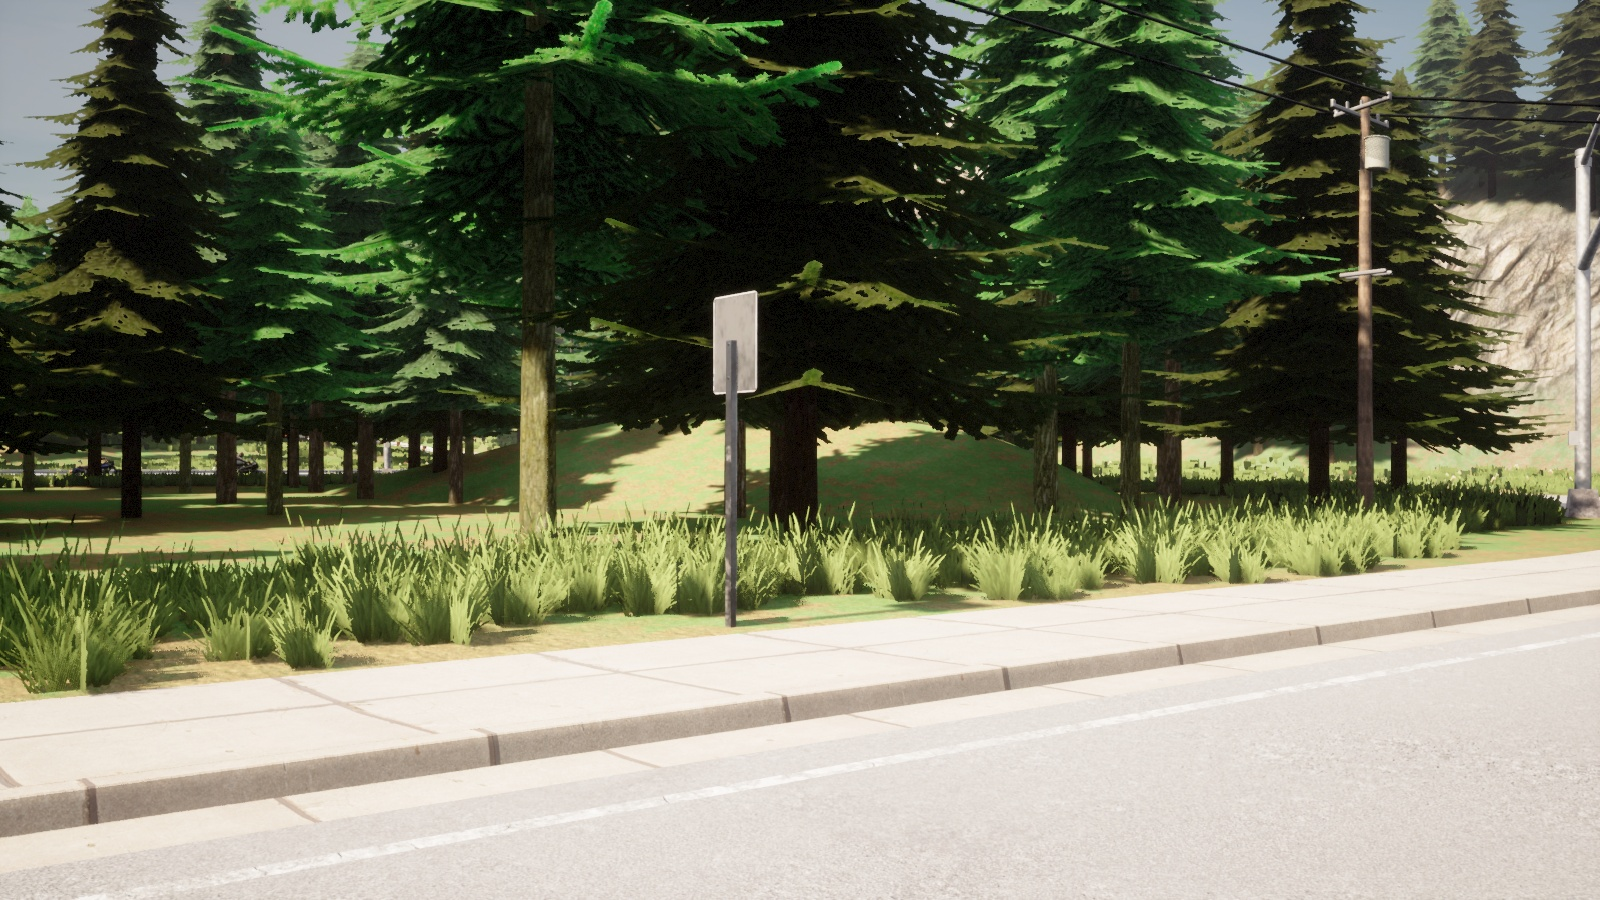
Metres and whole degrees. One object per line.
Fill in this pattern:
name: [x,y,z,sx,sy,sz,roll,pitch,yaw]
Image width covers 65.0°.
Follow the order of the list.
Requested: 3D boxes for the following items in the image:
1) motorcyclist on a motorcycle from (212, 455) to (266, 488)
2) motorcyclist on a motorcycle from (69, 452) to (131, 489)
motorcyclist on a motorcycle: [-26.303,0.980,58.883,2.191,1.530,0.866,0,0,-35]
motorcyclist on a motorcycle: [-30.987,0.897,55.619,2.350,1.649,0.766,0,0,-35]
